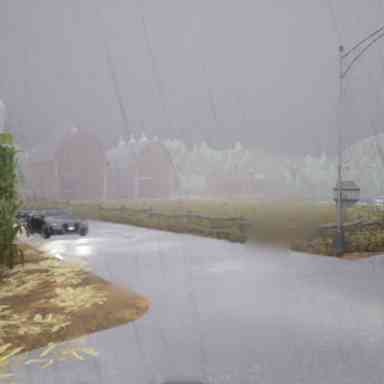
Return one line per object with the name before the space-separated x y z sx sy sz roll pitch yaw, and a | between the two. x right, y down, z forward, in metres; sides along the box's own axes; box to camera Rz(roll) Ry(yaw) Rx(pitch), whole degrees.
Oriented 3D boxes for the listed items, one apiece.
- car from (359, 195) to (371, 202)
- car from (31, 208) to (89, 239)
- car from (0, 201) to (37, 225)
car | 42.841 1.694 84.466 2.242 1.667 4.611 0 0 -41
car | -6.852 1.494 16.905 1.994 1.385 4.181 0 0 -40
car | -13.307 1.469 24.598 2.033 1.411 5.357 0 0 -40
